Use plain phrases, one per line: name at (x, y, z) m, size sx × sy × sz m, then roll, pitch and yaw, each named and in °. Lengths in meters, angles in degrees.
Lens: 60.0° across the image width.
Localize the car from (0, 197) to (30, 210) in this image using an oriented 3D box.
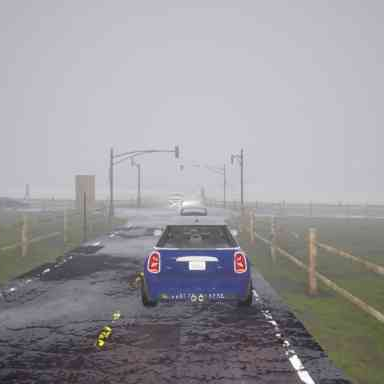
car at (-20.079, 1.216, 36.424) m, size 4.181 × 1.385 × 1.994 m, roll 1°, pitch 0°, yaw 0°

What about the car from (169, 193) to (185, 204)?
car at (-2.833, 1.237, 59.949) m, size 2.150 × 2.045 × 5.566 m, roll 0°, pitch 0°, yaw 0°

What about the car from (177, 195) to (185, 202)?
car at (-2.692, 1.549, 80.312) m, size 1.812 × 1.442 × 4.674 m, roll 0°, pitch 0°, yaw 0°

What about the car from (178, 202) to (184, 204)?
car at (0.092, 1.507, 17.304) m, size 1.837 × 1.490 × 4.892 m, roll 0°, pitch 0°, yaw 0°

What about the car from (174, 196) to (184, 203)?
car at (-2.727, 1.615, 69.970) m, size 1.895 × 1.301 × 4.718 m, roll 0°, pitch 0°, yaw 0°

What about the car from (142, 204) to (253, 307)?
car at (0.096, 1.353, 8.138) m, size 2.097 × 1.767 × 4.553 m, roll 0°, pitch 0°, yaw 0°
